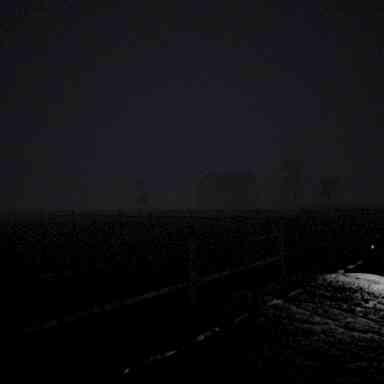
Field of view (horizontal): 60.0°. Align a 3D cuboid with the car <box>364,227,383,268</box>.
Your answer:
[{"bbox_3d":[6.859,1.543,10.189,1.994,1.385,4.181,-1,-1,44],"label":"car"}]
